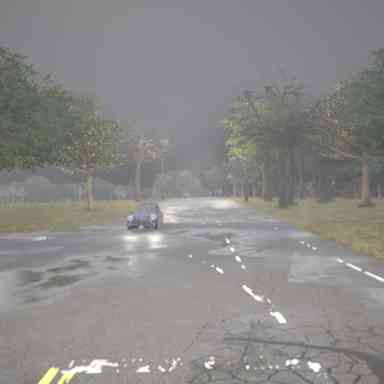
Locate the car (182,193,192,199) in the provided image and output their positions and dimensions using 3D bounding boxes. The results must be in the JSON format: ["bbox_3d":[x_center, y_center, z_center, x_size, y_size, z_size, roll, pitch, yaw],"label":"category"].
[{"bbox_3d":[-1.173,1.080,82.787,2.033,1.411,5.357,-1,0,8],"label":"car"}]

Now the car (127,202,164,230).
[{"bbox_3d":[-3.278,1.618,23.887,2.097,1.767,4.553,-2,2,2],"label":"car"}]
